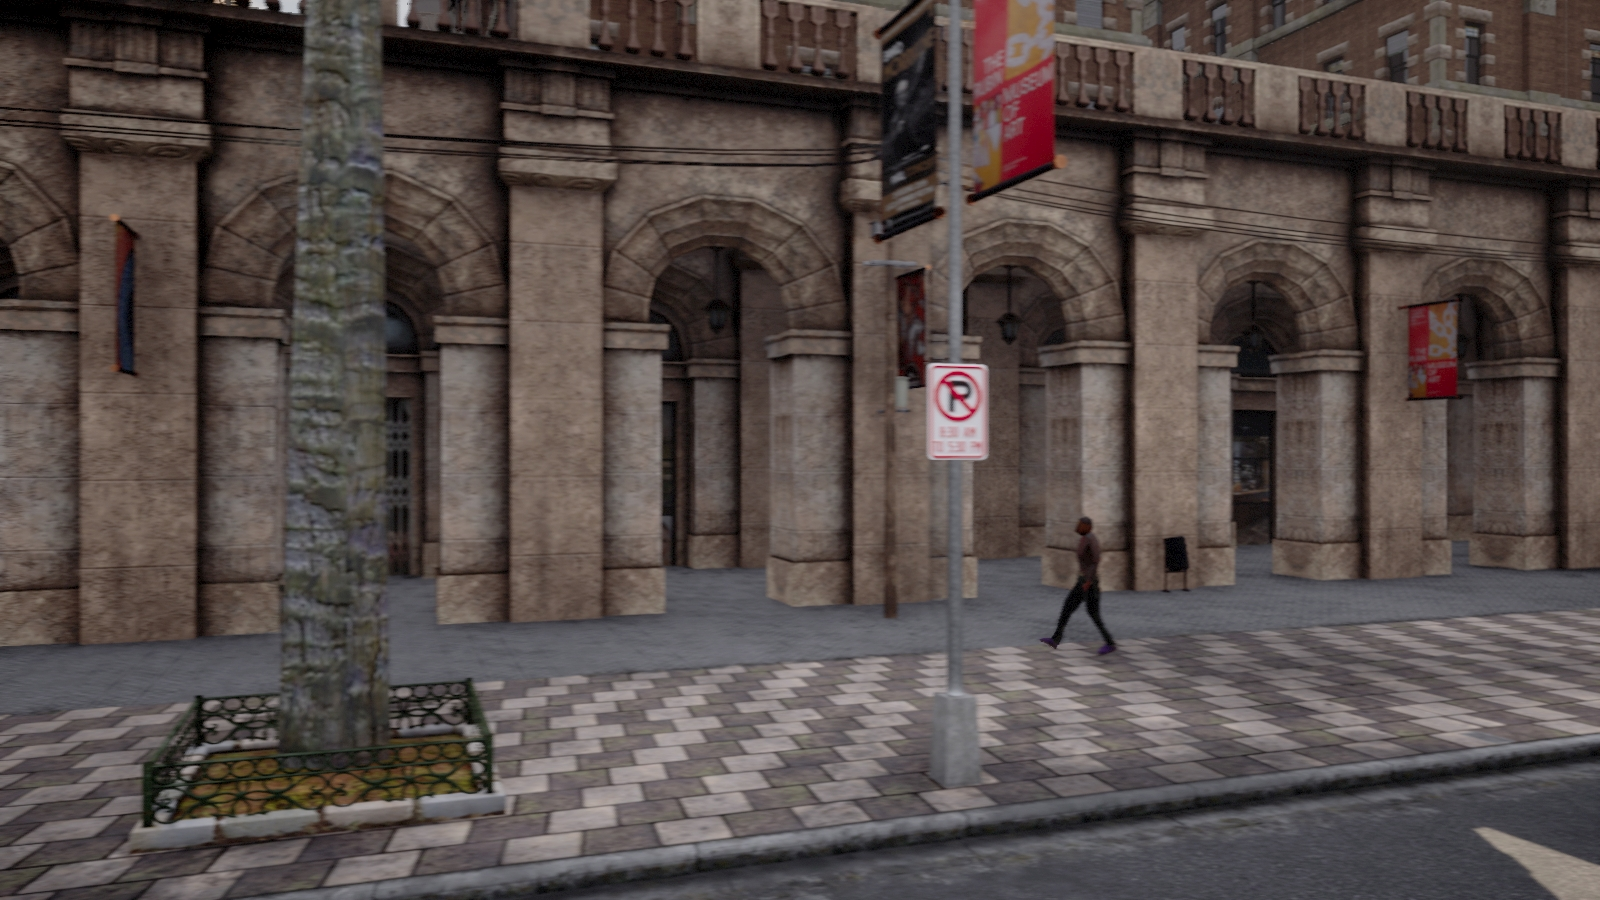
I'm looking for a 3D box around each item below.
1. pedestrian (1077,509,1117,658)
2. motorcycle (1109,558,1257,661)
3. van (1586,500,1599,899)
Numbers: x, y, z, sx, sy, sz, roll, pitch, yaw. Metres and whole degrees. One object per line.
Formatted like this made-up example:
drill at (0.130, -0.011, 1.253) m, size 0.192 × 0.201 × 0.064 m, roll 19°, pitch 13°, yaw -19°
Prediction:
pedestrian at (3.802, 1.696, 14.644) m, size 0.375 × 1.860 × 0.375 m, roll 0°, pitch 0°, yaw -9°
motorcycle at (5.318, 2.181, 15.876) m, size 1.805 × 1.236 × 0.856 m, roll 0°, pitch 0°, yaw -20°
van at (7.126, 1.534, 5.890) m, size 5.915 × 2.561 × 1.988 m, roll 0°, pitch 0°, yaw -20°
